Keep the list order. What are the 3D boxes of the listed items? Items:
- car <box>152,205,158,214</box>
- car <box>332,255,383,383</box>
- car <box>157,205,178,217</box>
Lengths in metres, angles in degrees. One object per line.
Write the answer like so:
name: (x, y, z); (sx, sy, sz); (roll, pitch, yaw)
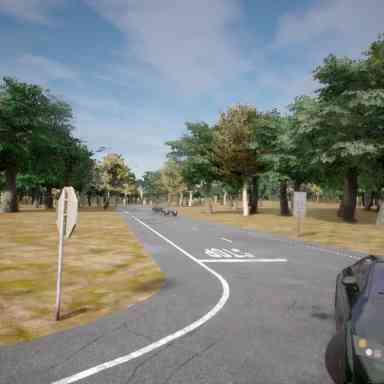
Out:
car: (-5.649, 2.961, 56.873); (1.882, 1.535, 5.008); (3, -2, -14)
car: (3.094, 1.643, 4.607); (1.994, 1.385, 4.181); (1, -1, 22)
car: (-3.411, 2.850, 48.022); (1.895, 1.301, 4.718); (3, -2, -13)
